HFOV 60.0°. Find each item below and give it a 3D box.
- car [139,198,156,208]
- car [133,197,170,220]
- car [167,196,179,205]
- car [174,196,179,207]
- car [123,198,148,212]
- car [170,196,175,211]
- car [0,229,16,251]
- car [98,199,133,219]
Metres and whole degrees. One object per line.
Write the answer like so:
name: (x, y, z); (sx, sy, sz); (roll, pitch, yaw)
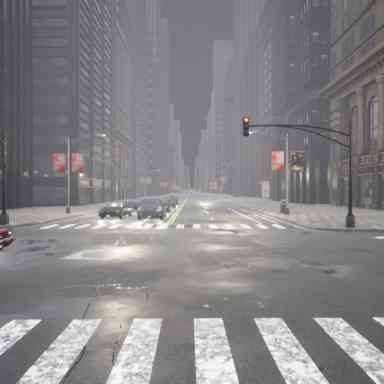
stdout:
car: (-6.565, 1.565, 49.509); (1.895, 1.301, 4.718); (0, 0, 0)
car: (-3.326, 1.337, 28.066); (2.097, 1.767, 4.553); (0, 0, 0)
car: (-3.273, 1.455, 57.813); (1.837, 1.490, 4.892); (0, 0, 0)
car: (-3.319, 1.530, 47.439); (1.994, 1.385, 4.181); (0, 0, 0)
car: (-6.567, 1.522, 39.423); (2.033, 1.411, 5.357); (0, 0, 0)
car: (-3.320, 1.524, 37.540); (2.033, 1.411, 5.357); (0, 0, 0)
car: (-8.799, 1.609, 11.466); (4.718, 1.301, 1.895); (-1, 0, 0)
car: (-6.551, 1.531, 29.324); (2.033, 1.411, 5.357); (0, 0, 4)
